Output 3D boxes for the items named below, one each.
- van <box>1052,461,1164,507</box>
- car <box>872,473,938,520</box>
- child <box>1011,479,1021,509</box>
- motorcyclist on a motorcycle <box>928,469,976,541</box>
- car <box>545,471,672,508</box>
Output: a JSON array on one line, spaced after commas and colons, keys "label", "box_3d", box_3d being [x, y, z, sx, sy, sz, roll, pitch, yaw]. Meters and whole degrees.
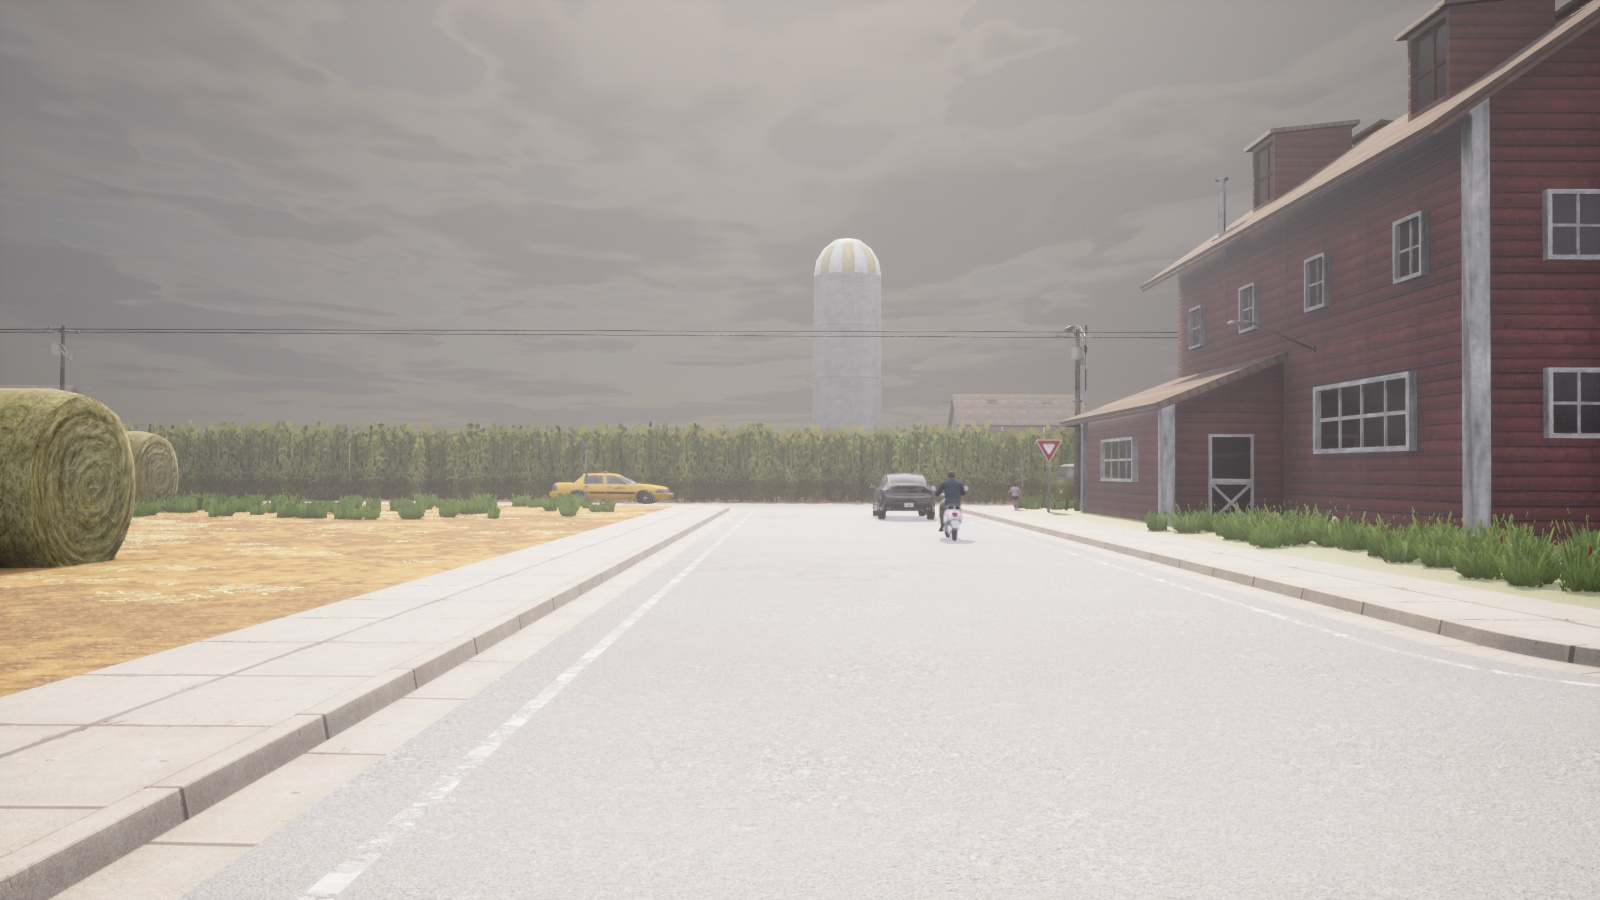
[{"label": "van", "box_3d": [13.596, 1.484, 55.540, 4.442, 1.987, 1.775, 0, -1, -6]}, {"label": "car", "box_3d": [3.489, 1.522, 42.494, 1.837, 1.490, 4.892, 0, -1, 0]}, {"label": "child", "box_3d": [7.933, 1.607, 46.170, 0.255, 1.110, 0.394, 0, -1, -7]}, {"label": "motorcyclist on a motorcycle", "box_3d": [3.494, 1.246, 29.037, 0.866, 1.590, 1.817, 0, -1, 0]}, {"label": "car", "box_3d": [-8.514, 1.748, 56.066, 5.366, 1.575, 1.801, 0, -1, 1]}]
